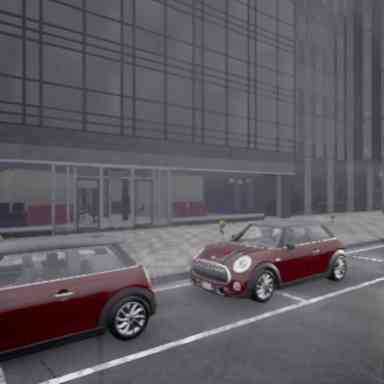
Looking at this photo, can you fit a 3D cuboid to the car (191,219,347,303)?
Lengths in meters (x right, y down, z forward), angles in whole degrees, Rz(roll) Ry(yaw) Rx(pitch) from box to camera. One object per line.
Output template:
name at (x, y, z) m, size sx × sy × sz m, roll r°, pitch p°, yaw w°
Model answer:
car at (1.942, 1.442, 8.153) m, size 4.097 × 1.590 × 1.967 m, roll 0°, pitch 0°, yaw -36°

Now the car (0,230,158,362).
car at (-2.648, 1.440, 4.879) m, size 4.097 × 1.590 × 1.967 m, roll 0°, pitch 0°, yaw -36°
